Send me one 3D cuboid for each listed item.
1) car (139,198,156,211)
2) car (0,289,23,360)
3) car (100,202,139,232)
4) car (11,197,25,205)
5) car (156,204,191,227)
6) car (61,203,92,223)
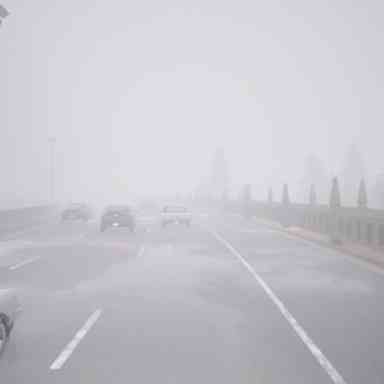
[{"bbox_3d":[-5.542,1.548,40.629,1.837,1.490,4.892,0,0,-18],"label":"car"},{"bbox_3d":[-3.403,1.600,2.730,1.895,1.301,4.718,0,0,0],"label":"car"},{"bbox_3d":[-4.434,1.513,20.415,1.837,1.490,4.892,0,0,-7],"label":"car"},{"bbox_3d":[-32.730,1.704,62.667,1.837,1.490,4.892,0,0,-36],"label":"car"},{"bbox_3d":[-1.288,1.611,23.172,1.895,1.301,4.718,0,0,-9],"label":"car"},{"bbox_3d":[-8.819,1.545,25.603,1.812,1.442,4.674,0,0,-11],"label":"car"}]
